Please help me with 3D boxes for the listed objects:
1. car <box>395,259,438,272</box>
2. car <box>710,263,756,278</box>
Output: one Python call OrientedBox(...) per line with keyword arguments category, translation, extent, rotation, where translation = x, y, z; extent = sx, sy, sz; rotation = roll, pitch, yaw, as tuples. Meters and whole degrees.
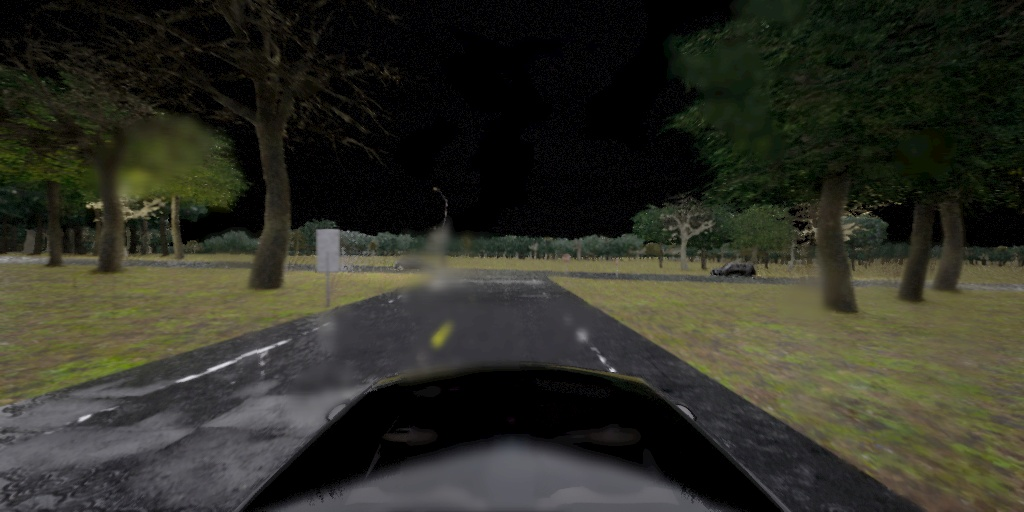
OrientedBox(category="car", translation=(-11.249, 1.118, 42.192), extent=(4.892, 1.490, 1.837), rotation=(1, 1, 0))
OrientedBox(category="car", translation=(30.206, 1.998, 48.984), extent=(5.566, 2.045, 2.150), rotation=(0, 1, 0))
